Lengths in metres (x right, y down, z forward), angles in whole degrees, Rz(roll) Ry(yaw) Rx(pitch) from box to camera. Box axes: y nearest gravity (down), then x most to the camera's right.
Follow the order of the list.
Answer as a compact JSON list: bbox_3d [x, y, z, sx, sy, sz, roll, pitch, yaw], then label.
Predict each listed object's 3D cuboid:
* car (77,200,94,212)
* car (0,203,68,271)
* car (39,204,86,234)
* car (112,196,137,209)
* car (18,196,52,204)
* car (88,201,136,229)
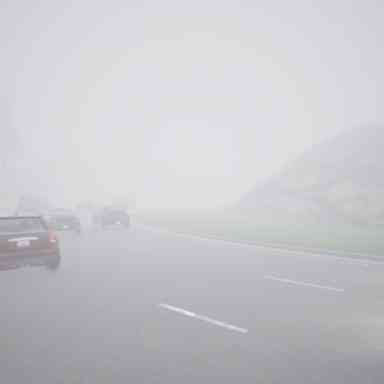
[{"bbox_3d":[-12.599,1.730,40.424,1.837,1.490,4.892,0,0,1],"label":"car"},{"bbox_3d":[-5.859,1.401,10.450,2.097,1.767,4.553,1,-1,-41],"label":"car"},{"bbox_3d":[-7.690,1.627,19.279,1.812,1.442,4.674,0,0,-29],"label":"car"},{"bbox_3d":[-8.936,1.486,43.930,2.150,2.045,5.566,0,0,6],"label":"car"},{"bbox_3d":[-15.834,1.387,33.754,2.150,2.045,5.566,0,0,-7],"label":"car"},{"bbox_3d":[-5.651,1.640,22.959,1.837,1.490,4.892,0,0,-26],"label":"car"}]
